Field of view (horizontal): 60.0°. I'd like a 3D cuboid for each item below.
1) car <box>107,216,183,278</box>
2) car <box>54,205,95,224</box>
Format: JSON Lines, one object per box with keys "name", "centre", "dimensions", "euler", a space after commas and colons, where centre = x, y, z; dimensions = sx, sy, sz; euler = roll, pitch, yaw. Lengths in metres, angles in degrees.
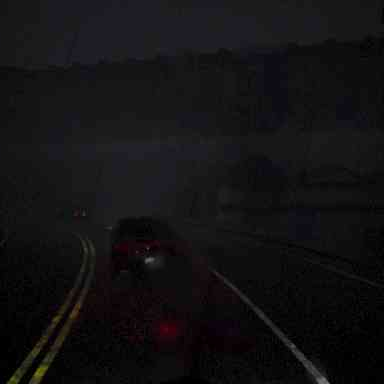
{"name": "car", "centre": [-1.577, 1.492, 10.402], "dimensions": [1.882, 1.535, 5.008], "euler": [0, 0, -13]}
{"name": "car", "centre": [-9.597, 1.783, 26.952], "dimensions": [2.033, 1.411, 5.357], "euler": [1, -2, -37]}
